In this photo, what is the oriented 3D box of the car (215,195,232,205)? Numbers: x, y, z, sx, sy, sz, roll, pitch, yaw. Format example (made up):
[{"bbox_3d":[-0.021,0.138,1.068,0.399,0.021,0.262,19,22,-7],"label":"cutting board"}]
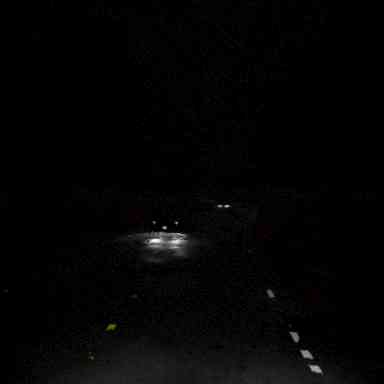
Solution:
[{"bbox_3d":[5.823,1.708,62.347,2.033,1.411,5.357,0,0,3],"label":"car"}]

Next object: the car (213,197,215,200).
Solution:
[{"bbox_3d":[6.990,1.596,88.244,1.812,1.442,4.674,0,0,-11],"label":"car"}]

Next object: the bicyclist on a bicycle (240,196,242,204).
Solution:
[{"bbox_3d":[9.674,1.625,64.479,0.582,1.620,1.656,0,0,1],"label":"bicyclist on a bicycle"}]

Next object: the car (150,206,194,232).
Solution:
[{"bbox_3d":[-1.100,1.635,21.348,2.033,1.411,5.357,0,0,10],"label":"car"}]

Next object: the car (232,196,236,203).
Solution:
[{"bbox_3d":[8.654,1.690,75.131,2.033,1.411,5.357,0,0,-6],"label":"car"}]

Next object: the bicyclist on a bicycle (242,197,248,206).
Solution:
[{"bbox_3d":[9.230,1.630,56.323,0.582,1.620,1.656,0,0,5],"label":"bicyclist on a bicycle"}]
